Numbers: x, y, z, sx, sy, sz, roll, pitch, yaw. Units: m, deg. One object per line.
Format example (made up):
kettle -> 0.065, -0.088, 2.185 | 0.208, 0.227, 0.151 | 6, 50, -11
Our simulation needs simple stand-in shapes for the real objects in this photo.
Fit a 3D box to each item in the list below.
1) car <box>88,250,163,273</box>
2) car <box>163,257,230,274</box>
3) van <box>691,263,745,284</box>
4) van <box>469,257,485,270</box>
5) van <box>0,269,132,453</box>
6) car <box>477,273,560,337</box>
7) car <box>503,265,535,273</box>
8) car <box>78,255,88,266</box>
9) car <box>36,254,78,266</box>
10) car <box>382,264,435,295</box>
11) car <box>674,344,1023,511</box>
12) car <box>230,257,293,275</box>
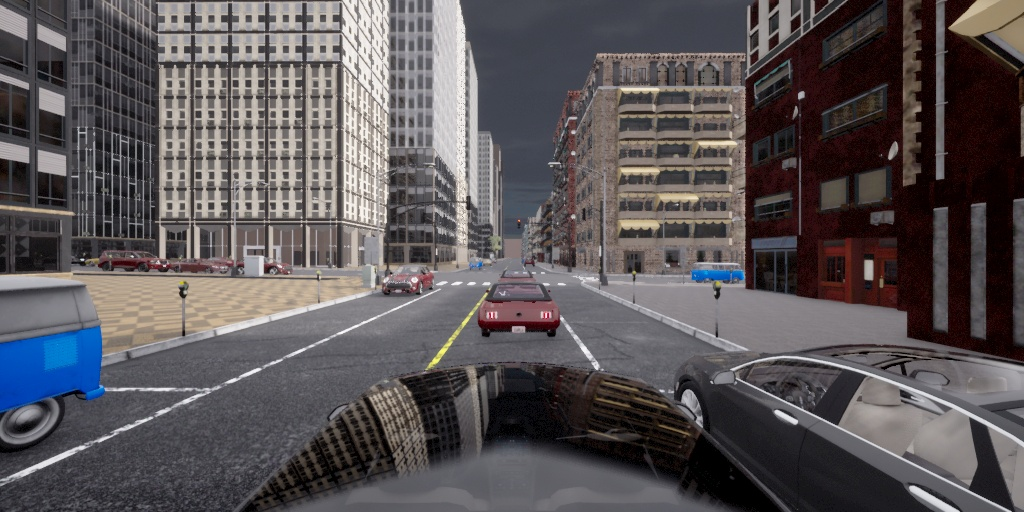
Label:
car -> -32.036, 0.482, 30.463 | 5.009, 1.841, 2.192 | 0, 0, 0
car -> -26.462, 0.856, 30.424 | 4.207, 1.307, 1.802 | 0, 0, 0
van -> 17.169, 1.456, 29.987 | 3.998, 1.789, 1.690 | 0, 0, 0
van -> -5.233, 1.103, 51.950 | 1.690, 1.789, 3.998 | 0, 0, 1
van -> -5.685, 1.091, 2.533 | 1.690, 1.789, 3.998 | 0, 0, 1
car -> 0.176, 1.351, 10.226 | 1.895, 1.301, 4.718 | 0, 0, 1
car -> 0.247, 1.352, 19.396 | 1.895, 1.301, 4.718 | 0, 0, 0
car -> -43.364, 0.465, 38.922 | 4.829, 1.417, 1.751 | 0, 0, 0
car -> -48.770, 0.398, 38.959 | 4.313, 1.339, 1.948 | 0, 0, 0
car -> -5.531, 1.191, 19.478 | 1.967, 1.591, 4.097 | 0, 0, 1
car -> 2.695, 1.300, 2.455 | 2.007, 1.370, 4.403 | 0, 0, 1
car -> -20.888, 0.821, 30.386 | 4.097, 1.591, 1.967 | 0, 0, 0
